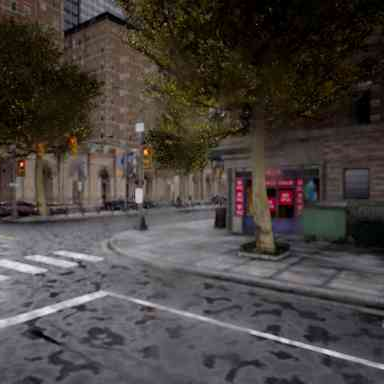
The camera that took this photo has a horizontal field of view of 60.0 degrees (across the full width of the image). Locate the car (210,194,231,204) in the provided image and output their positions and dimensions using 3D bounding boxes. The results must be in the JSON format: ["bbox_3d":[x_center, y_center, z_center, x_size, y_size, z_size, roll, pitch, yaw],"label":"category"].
[{"bbox_3d":[5.553,1.288,64.845,2.097,1.767,4.553,0,0,36],"label":"car"}]

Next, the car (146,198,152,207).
[{"bbox_3d":[-7.655,1.442,46.738,1.837,1.490,4.892,0,0,36],"label":"car"}]

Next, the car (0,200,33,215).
[{"bbox_3d":[-17.942,1.501,32.786,1.994,1.385,4.181,0,0,38],"label":"car"}]

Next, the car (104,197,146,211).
[{"bbox_3d":[-8.050,1.508,40.228,1.994,1.385,4.181,0,0,36],"label":"car"}]

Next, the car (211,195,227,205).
[{"bbox_3d":[5.533,1.451,58.922,1.837,1.490,4.892,0,0,36],"label":"car"}]
